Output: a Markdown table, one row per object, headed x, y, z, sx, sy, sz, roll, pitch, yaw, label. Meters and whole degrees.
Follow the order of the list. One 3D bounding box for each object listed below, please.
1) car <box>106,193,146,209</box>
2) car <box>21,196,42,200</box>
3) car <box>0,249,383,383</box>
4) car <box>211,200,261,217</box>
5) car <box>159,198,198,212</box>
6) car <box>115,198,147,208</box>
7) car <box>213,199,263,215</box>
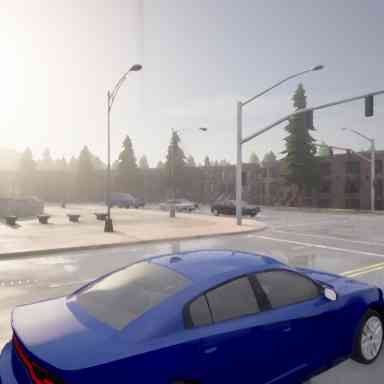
| x | y | z | sx | sy | sz | roll | pitch | yaw | label |
| --- | --- | --- | --- | --- | --- | --- | --- | --- | --- |
| -9.458 | 1.221 | 45.623 | 5.566 | 2.045 | 2.150 | 0 | 0 | 36 | car |
| -29.903 | 1.505 | 60.676 | 4.892 | 1.490 | 1.837 | 0 | 0 | 5 | car |
| 0.495 | 1.478 | 4.151 | 5.008 | 1.535 | 1.882 | 0 | 0 | -35 | car |
| 3.792 | 1.478 | 30.596 | 1.882 | 1.535 | 5.008 | 0 | 0 | -36 | car |
| -1.811 | 1.601 | 38.072 | 1.895 | 1.301 | 4.718 | 0 | 0 | -39 | car |
| -9.090 | 1.601 | 49.620 | 4.718 | 1.301 | 1.895 | 0 | 0 | 34 | car |
| 4.752 | 1.547 | 35.243 | 2.033 | 1.411 | 5.357 | 0 | 0 | -36 | car |
